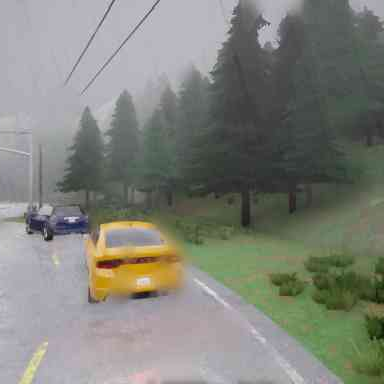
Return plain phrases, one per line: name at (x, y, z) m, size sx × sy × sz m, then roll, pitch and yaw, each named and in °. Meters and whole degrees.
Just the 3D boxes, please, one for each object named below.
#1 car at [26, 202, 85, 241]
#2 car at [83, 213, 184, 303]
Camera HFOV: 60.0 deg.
car at (-6.928, 1.352, 17.052) m, size 2.097 × 1.767 × 4.553 m, roll 0°, pitch 0°, yaw -40°
car at (-1.665, 1.478, 8.400) m, size 1.882 × 1.535 × 5.008 m, roll 0°, pitch 0°, yaw -18°
